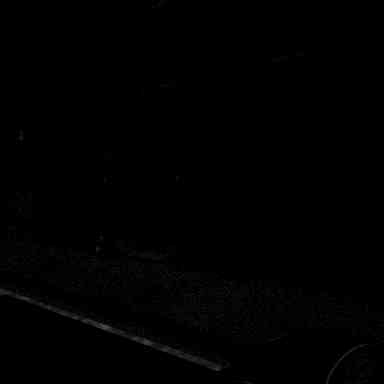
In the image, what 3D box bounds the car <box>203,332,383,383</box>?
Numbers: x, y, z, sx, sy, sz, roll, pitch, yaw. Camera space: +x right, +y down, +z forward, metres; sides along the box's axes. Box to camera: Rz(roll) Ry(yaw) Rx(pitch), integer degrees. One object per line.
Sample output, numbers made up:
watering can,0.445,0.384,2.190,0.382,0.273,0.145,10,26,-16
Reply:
car,1.746,1.440,1.601,4.097,1.590,1.967,0,0,35
